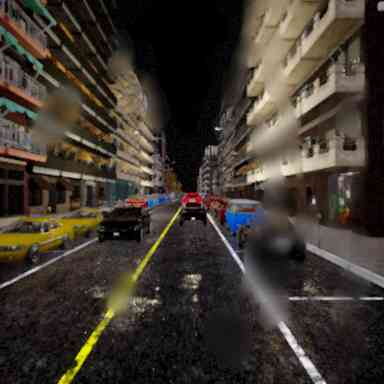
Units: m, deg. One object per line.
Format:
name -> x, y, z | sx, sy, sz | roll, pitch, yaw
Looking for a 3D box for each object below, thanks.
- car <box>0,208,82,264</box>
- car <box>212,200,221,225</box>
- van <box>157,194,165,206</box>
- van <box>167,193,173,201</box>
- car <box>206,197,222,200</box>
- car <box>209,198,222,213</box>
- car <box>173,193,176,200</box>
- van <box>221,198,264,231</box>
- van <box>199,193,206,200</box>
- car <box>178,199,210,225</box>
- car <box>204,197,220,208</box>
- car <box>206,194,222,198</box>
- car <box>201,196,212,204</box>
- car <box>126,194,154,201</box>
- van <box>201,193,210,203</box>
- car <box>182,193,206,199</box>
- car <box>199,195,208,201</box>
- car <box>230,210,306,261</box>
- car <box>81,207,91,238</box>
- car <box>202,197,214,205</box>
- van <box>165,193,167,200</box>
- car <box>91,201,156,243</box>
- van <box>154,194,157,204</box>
car -> -5.682, 1.497, 11.794 | 1.752, 1.417, 4.829 | 0, 0, 0
car -> 2.700, 1.490, 23.288 | 1.887, 1.381, 4.507 | 0, 0, 0
van -> -5.675, 1.236, 51.598 | 1.690, 1.788, 3.998 | 0, 0, 0
van -> -5.672, 1.209, 74.246 | 1.690, 1.788, 3.998 | 0, 0, 0
car -> 2.701, 1.504, 34.611 | 1.802, 1.307, 4.206 | 0, 0, 0
car -> 2.701, 1.499, 28.949 | 1.947, 1.339, 4.313 | 0, 0, 0
car -> -5.672, 1.404, 85.572 | 1.887, 1.381, 4.507 | 0, 0, 0
van -> 2.700, 1.299, 17.625 | 1.690, 1.788, 3.998 | 0, 0, 0
van -> 2.709, 1.201, 85.571 | 1.690, 1.788, 3.998 | 0, 0, 0
car -> 0.091, 1.448, 23.544 | 1.837, 1.490, 4.892 | 0, 0, 0
car -> 2.703, 1.447, 45.936 | 1.887, 1.381, 4.507 | 0, 0, 0
car -> 2.703, 1.227, 40.273 | 2.192, 1.841, 5.009 | 0, 0, 0
car -> 2.705, 1.463, 62.922 | 1.802, 1.307, 4.206 | 0, 0, 0
car -> -5.677, 1.237, 34.611 | 2.192, 1.841, 5.009 | 0, 0, 0
van -> 2.707, 1.215, 68.584 | 1.690, 1.788, 3.998 | 0, 0, 0
car -> 0.083, 1.141, 36.681 | 2.150, 2.045, 5.566 | 0, 0, 0
car -> 2.708, 1.408, 79.909 | 1.887, 1.381, 4.507 | 0, 0, 0
car -> 2.698, 1.537, 11.963 | 1.947, 1.339, 4.313 | 0, 0, 0
car -> -5.681, 1.484, 17.456 | 1.752, 1.417, 4.829 | 0, 0, 0
car -> 2.704, 1.469, 57.259 | 1.802, 1.307, 4.206 | 0, 0, 0
van -> -5.675, 1.228, 57.260 | 1.690, 1.788, 3.998 | 0, 0, 0
car -> -3.086, 1.439, 16.051 | 1.882, 1.535, 5.008 | 0, 0, 0
van -> -5.677, 1.253, 40.274 | 1.690, 1.788, 3.998 | 0, 0, 0
